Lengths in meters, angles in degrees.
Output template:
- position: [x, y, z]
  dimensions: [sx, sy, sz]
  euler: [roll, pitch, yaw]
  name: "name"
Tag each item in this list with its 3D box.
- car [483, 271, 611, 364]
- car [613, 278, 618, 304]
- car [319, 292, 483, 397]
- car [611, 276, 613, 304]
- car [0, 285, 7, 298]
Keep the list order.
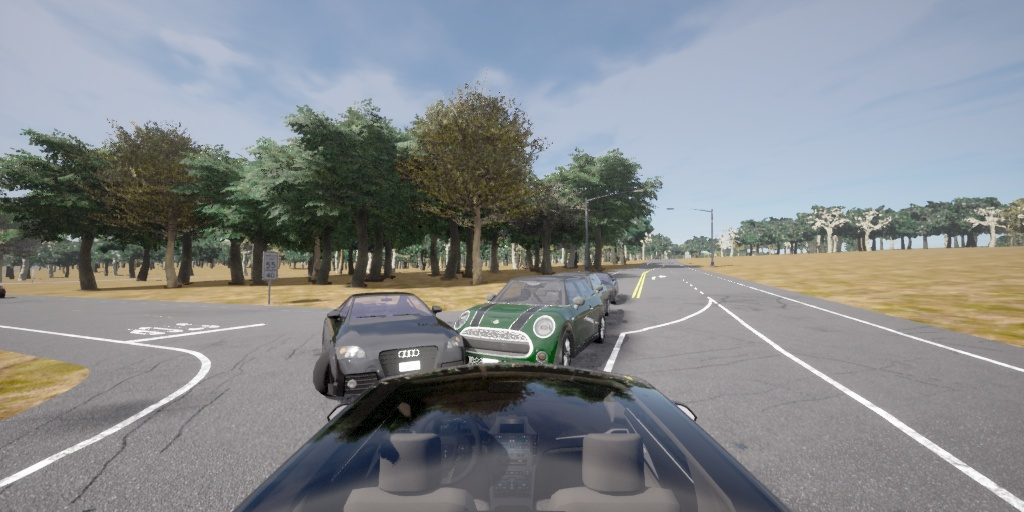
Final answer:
- position: [0.617, 1.218, 7.830]
  dimensions: [2.097, 1.767, 4.553]
  euler: [-1, -2, 26]
  name: "car"
- position: [4.217, 1.509, 17.870]
  dimensions: [1.994, 1.385, 4.181]
  euler: [-1, 0, 19]
  name: "car"
- position: [-2.355, 1.376, 6.625]
  dimensions: [1.994, 1.385, 4.181]
  euler: [1, -2, -29]
  name: "car"
- position: [2.023, 1.344, 12.143]
  dimensions: [2.097, 1.767, 4.553]
  euler: [-1, -1, 21]
  name: "car"
- position: [-40.861, 2.562, 27.387]
  dimensions: [4.181, 1.385, 1.994]
  euler: [-2, -3, 22]
  name: "car"
